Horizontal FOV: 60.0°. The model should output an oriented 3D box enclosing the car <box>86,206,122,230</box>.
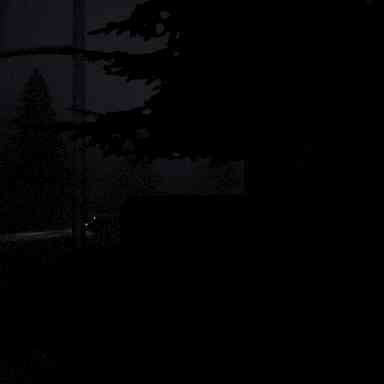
[{"bbox_3d":[-4.935,1.586,21.338,1.895,1.301,4.718,0,0,36],"label":"car"}]
